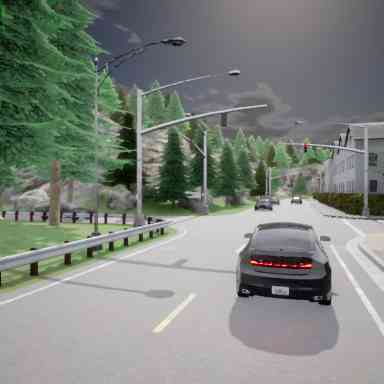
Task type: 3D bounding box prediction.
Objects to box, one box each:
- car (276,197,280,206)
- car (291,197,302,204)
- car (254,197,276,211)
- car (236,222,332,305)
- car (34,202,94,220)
[{"bbox_3d":[13.700,1.564,55.949,1.994,1.385,4.181,0,0,18],"label":"car"},{"bbox_3d":[19.598,1.564,62.351,1.994,1.385,4.181,0,0,18],"label":"car"},{"bbox_3d":[8.915,1.564,41.089,1.994,1.385,4.181,0,0,18],"label":"car"},{"bbox_3d":[2.299,1.505,8.222,1.837,1.490,4.892,0,0,18],"label":"car"},{"bbox_3d":[-10.619,1.563,27.707,5.357,1.411,2.033,0,0,19],"label":"car"}]
